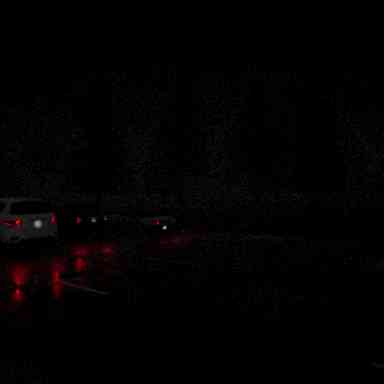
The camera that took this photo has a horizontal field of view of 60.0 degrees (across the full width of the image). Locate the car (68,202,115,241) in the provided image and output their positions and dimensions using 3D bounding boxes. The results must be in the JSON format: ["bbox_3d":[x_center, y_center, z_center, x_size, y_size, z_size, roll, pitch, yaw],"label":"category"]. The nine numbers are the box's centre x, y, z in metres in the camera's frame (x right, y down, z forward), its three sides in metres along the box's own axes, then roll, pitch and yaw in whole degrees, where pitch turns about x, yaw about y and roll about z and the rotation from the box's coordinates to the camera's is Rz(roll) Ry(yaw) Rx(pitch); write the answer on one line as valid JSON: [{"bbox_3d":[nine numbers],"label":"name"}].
[{"bbox_3d":[-6.435,1.394,17.160,4.553,1.767,2.097,0,0,36],"label":"car"}]

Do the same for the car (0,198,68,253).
[{"bbox_3d":[-7.900,1.260,13.908,5.566,2.045,2.150,0,0,36],"label":"car"}]

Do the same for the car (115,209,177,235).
[{"bbox_3d":[-3.275,1.639,19.203,4.718,1.301,1.895,0,0,36],"label":"car"}]
